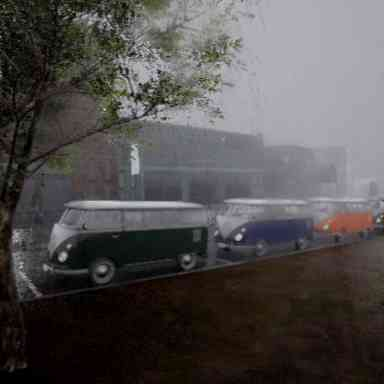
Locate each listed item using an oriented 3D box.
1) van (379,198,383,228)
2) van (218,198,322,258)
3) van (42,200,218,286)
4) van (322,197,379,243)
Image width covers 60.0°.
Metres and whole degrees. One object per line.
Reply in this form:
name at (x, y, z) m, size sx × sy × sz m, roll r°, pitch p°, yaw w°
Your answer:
van at (11.194, 1.321, 19.882) m, size 1.878 × 1.987 × 4.442 m, roll 3°, pitch 1°, yaw 45°
van at (2.732, 1.251, 12.568) m, size 4.442 × 1.987 × 1.878 m, roll 1°, pitch 1°, yaw -40°
van at (-1.666, 1.231, 9.134) m, size 4.442 × 1.987 × 1.878 m, roll 1°, pitch 1°, yaw -39°
van at (7.025, 1.281, 16.151) m, size 4.442 × 1.987 × 1.878 m, roll 1°, pitch 1°, yaw -40°
